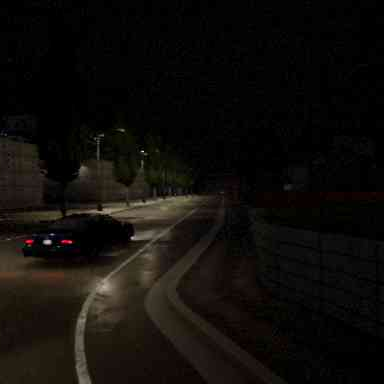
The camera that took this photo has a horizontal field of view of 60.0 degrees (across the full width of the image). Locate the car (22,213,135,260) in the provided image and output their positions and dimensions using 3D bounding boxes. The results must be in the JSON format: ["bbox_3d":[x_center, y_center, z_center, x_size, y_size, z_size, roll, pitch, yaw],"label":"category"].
[{"bbox_3d":[-3.832,1.498,12.298,2.033,1.411,5.357,-1,1,10],"label":"car"}]
